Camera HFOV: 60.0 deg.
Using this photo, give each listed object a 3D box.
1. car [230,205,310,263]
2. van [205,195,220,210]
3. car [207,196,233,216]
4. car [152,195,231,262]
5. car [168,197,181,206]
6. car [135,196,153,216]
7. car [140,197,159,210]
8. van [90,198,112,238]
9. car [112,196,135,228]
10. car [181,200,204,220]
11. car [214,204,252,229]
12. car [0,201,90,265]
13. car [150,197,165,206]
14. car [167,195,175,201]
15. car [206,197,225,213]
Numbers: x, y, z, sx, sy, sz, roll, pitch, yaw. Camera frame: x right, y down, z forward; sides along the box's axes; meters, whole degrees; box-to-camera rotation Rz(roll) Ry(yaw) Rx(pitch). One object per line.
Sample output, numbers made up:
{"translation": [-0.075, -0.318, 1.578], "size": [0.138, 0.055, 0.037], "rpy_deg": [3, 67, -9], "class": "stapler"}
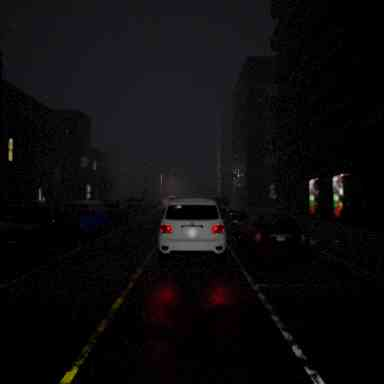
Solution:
{"translation": [2.704, 1.455, 12.032], "size": [1.967, 1.590, 4.097], "rpy_deg": [1, 0, 0], "class": "car"}
{"translation": [2.704, 1.392, 44.475], "size": [1.690, 1.788, 3.998], "rpy_deg": [1, 0, 0], "class": "van"}
{"translation": [2.705, 1.354, 33.660], "size": [2.192, 1.841, 5.009], "rpy_deg": [1, 0, 0], "class": "car"}
{"translation": [0.028, 1.238, 12.384], "size": [2.150, 2.045, 5.566], "rpy_deg": [0, 0, 0], "class": "car"}
{"translation": [-3.055, 1.629, 57.858], "size": [1.994, 1.385, 4.181], "rpy_deg": [0, 0, 0], "class": "car"}
{"translation": [-5.675, 1.354, 33.667], "size": [2.192, 1.841, 5.009], "rpy_deg": [1, 0, 0], "class": "car"}
{"translation": [-5.678, 1.491, 44.482], "size": [1.967, 1.590, 4.097], "rpy_deg": [1, 0, 0], "class": "car"}
{"translation": [-5.674, 1.363, 17.445], "size": [1.690, 1.788, 3.998], "rpy_deg": [1, 0, 0], "class": "van"}
{"translation": [-5.674, 1.343, 22.853], "size": [2.192, 1.841, 5.009], "rpy_deg": [1, 0, 0], "class": "car"}
{"translation": [0.050, 1.512, 29.652], "size": [1.882, 1.535, 5.008], "rpy_deg": [0, 0, 1], "class": "car"}
{"translation": [2.702, 1.578, 22.846], "size": [2.008, 1.369, 4.403], "rpy_deg": [1, 0, 0], "class": "car"}
{"translation": [-5.673, 1.330, 12.038], "size": [2.192, 1.841, 5.009], "rpy_deg": [1, 0, 0], "class": "car"}
{"translation": [-5.682, 1.613, 55.295], "size": [2.008, 1.369, 4.403], "rpy_deg": [1, 0, 0], "class": "car"}
{"translation": [-5.760, 1.644, 93.251], "size": [1.887, 1.381, 4.507], "rpy_deg": [1, 0, 0], "class": "car"}
{"translation": [2.702, 1.485, 39.067], "size": [1.967, 1.590, 4.097], "rpy_deg": [1, 0, 0], "class": "car"}
